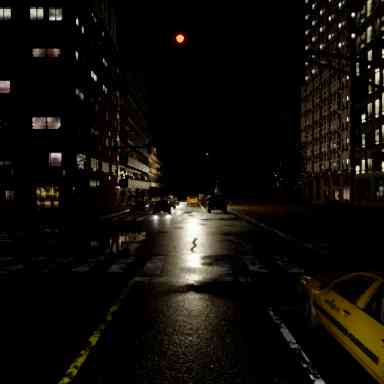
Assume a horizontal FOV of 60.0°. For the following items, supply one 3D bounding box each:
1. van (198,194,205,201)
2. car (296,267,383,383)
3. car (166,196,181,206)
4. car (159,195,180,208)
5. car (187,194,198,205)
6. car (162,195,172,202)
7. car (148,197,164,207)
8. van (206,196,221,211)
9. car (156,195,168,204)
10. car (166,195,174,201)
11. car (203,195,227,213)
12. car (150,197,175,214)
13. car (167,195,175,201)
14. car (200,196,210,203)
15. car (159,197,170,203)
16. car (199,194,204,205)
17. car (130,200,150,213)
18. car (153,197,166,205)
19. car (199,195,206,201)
[{"bbox_3d":[2.672,1.440,91.648,1.690,1.788,3.998,0,0,0],"label":"van"},{"bbox_3d":[2.686,1.525,4.140,1.752,1.417,4.829,0,0,0],"label":"car"},{"bbox_3d":[-3.053,1.526,55.611,2.128,1.511,4.902,0,0,0],"label":"car"},{"bbox_3d":[-3.095,1.568,45.418,2.033,1.411,5.357,0,0,0],"label":"car"},{"bbox_3d":[0.092,1.520,60.500,1.882,1.535,5.008,0,-1,0],"label":"car"},{"bbox_3d":[-5.705,1.506,75.068,1.967,1.590,4.097,0,0,0],"label":"car"},{"bbox_3d":[-5.701,1.581,52.961,2.008,1.369,4.403,0,0,0],"label":"car"},{"bbox_3d":[2.679,1.358,41.909,1.690,1.788,3.998,0,0,0],"label":"van"},{"bbox_3d":[-5.704,1.488,64.014,1.967,1.590,4.097,0,0,0],"label":"car"},{"bbox_3d":[-5.706,1.612,85.951,1.752,1.417,4.829,0,0,0],"label":"car"},{"bbox_3d":[2.680,1.327,36.383,2.192,1.841,5.009,0,0,0],"label":"car"},{"bbox_3d":[-3.127,1.559,35.290,2.033,1.411,5.357,0,0,-4],"label":"car"},{"bbox_3d":[-5.707,1.644,91.647,1.887,1.381,4.507,0,0,0],"label":"car"},{"bbox_3d":[2.676,1.602,69.542,1.887,1.381,4.507,0,0,0],"label":"car"},{"bbox_3d":[-5.704,1.639,69.541,1.802,1.307,4.206,0,0,0],"label":"car"},{"bbox_3d":[2.677,1.354,58.488,2.192,1.841,5.009,0,0,0],"label":"car"},{"bbox_3d":[-5.698,1.563,36.381,2.008,1.369,4.403,0,0,0],"label":"car"},{"bbox_3d":[-5.702,1.583,58.487,1.887,1.381,4.507,0,0,0],"label":"car"},{"bbox_3d":[2.674,1.613,86.292,1.752,1.417,4.829,0,0,0],"label":"car"}]
